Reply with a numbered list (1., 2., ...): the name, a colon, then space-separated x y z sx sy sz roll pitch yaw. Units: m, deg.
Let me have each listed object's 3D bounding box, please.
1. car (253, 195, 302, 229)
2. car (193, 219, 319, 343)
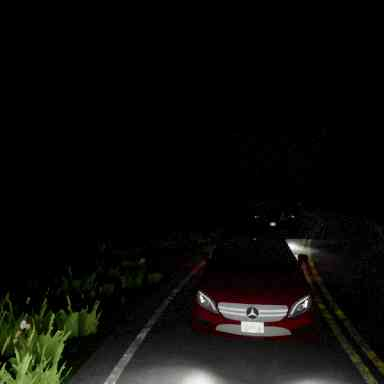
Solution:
1. car: 4.982 1.215 18.879 2.150 2.045 5.566 -2 -1 22
2. car: 1.224 1.534 6.703 1.812 1.442 4.674 -1 0 11
